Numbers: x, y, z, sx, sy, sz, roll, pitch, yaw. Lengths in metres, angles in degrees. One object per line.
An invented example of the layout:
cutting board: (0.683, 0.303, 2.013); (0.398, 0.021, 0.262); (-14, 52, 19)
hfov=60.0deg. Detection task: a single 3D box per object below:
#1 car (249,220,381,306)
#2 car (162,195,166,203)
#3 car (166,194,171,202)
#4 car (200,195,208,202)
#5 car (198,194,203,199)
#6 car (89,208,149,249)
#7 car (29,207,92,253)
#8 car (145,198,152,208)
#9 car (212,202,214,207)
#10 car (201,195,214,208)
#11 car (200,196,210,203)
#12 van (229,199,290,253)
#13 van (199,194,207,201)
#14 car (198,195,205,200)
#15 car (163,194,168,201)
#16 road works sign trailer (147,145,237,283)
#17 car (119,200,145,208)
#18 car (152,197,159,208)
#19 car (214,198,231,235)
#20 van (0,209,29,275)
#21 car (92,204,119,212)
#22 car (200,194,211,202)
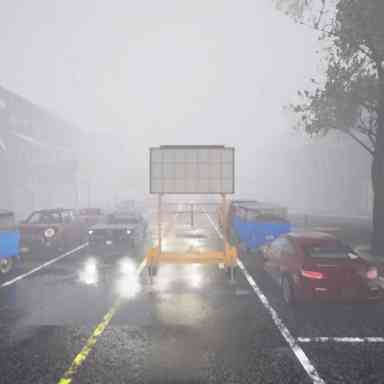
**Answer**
car: (2.681, 1.578, 7.757); (1.802, 1.307, 4.206); (-1, 0, 0)
car: (-5.733, 1.523, 52.135); (2.008, 1.369, 4.403); (-1, 0, 0)
car: (-5.751, 1.275, 74.329); (2.192, 1.841, 5.009); (-1, 0, 0)
car: (2.631, 1.485, 74.507); (1.752, 1.417, 4.829); (-1, 0, 0)
car: (2.641, 1.285, 57.693); (2.192, 1.841, 5.009); (-1, 0, 0)
car: (-3.113, 1.593, 14.709); (1.895, 1.301, 4.718); (0, 0, 0)
car: (-5.705, 1.434, 13.297); (1.967, 1.590, 4.097); (-1, 0, 0)
car: (-5.720, 1.526, 35.491); (1.887, 1.381, 4.507); (-1, 0, 0)
car: (2.668, 1.570, 24.402); (1.802, 1.307, 4.206); (-1, 0, 0)
car: (2.652, 1.542, 46.596); (1.947, 1.339, 4.313); (-1, 0, 0)
car: (2.636, 1.545, 68.789); (1.802, 1.307, 4.206); (-1, 0, 0)
van: (2.674, 1.335, 13.305); (1.690, 1.788, 3.998); (-1, 0, 0)
van: (2.625, 1.297, 79.885); (1.690, 1.788, 3.998); (-1, 0, 0)
car: (2.619, 1.474, 91.152); (1.752, 1.417, 4.829); (-1, 0, 0)
car: (-5.736, 1.551, 57.684); (1.802, 1.307, 4.206); (-1, 0, 0)
road works sign trailer: (0.003, 0.460, 9.583); (2.380, 3.560, 2.880); (0, 0, 0)
car: (-5.717, 1.425, 29.942); (1.967, 1.590, 4.097); (-1, 0, 0)
car: (-5.728, 1.558, 46.587); (1.802, 1.307, 4.206); (-1, 0, 0)
car: (2.670, 1.306, 18.854); (2.192, 1.841, 5.009); (-1, 0, 0)
van: (-5.702, 1.337, 7.749); (1.690, 1.788, 3.998); (-1, 0, 0)
car: (-5.708, 1.535, 18.846); (1.887, 1.381, 4.507); (-1, 0, 0)
car: (2.648, 1.498, 52.313); (1.752, 1.417, 4.829); (-1, 0, 0)
